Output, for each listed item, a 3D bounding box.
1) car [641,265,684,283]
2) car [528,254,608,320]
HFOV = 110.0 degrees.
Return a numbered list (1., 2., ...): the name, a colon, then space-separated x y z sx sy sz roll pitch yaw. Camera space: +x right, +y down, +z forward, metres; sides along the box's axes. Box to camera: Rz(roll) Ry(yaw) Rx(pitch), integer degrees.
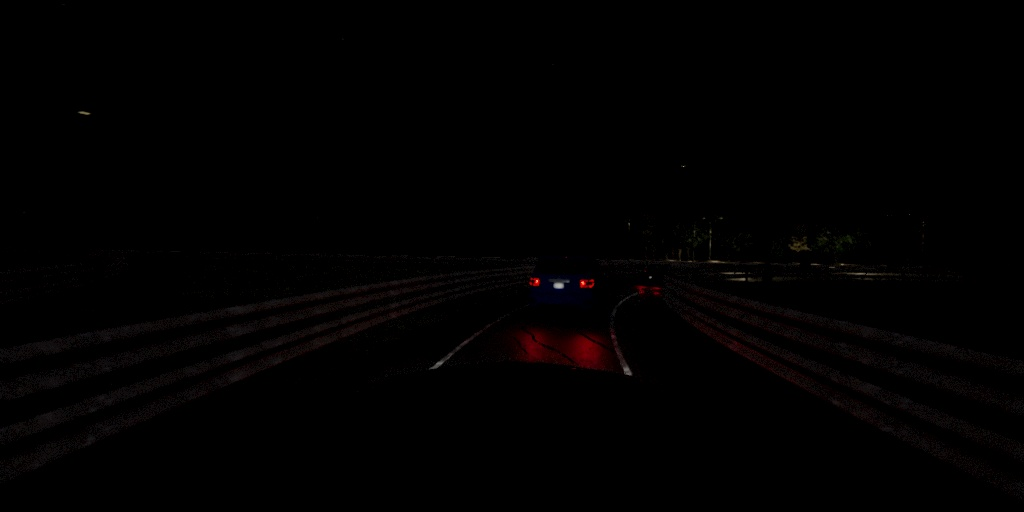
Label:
1. car: 12.050 1.427 28.487 2.128 1.511 4.902 1 0 45
2. car: 2.201 0.968 13.034 2.150 2.045 5.566 0 0 18
